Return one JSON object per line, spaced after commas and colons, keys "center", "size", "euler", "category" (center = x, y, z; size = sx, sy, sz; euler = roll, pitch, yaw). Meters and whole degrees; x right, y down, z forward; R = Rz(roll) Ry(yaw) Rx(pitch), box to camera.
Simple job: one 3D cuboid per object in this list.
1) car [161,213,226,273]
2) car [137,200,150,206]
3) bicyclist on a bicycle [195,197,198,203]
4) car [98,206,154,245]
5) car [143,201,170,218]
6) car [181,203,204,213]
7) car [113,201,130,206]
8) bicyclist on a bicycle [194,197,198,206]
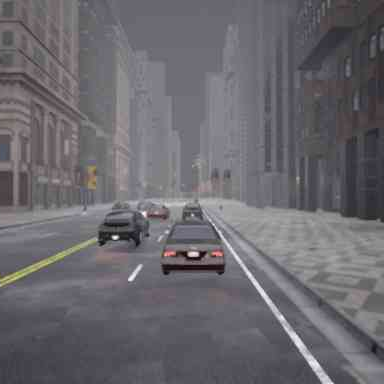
{"center": [0.053, 1.645, 10.934], "size": [2.033, 1.411, 5.357], "euler": [0, 0, 0], "category": "car"}
{"center": [-6.629, 1.906, 47.105], "size": [2.128, 1.511, 4.902], "euler": [0, 0, 0], "category": "car"}
{"center": [0.838, 1.888, 59.438], "size": [0.659, 1.776, 1.843], "euler": [0, 0, 0], "category": "bicyclist on a bicycle"}
{"center": [-3.179, 1.649, 16.237], "size": [1.837, 1.490, 4.892], "euler": [0, 0, 0], "category": "car"}
{"center": [-3.193, 1.849, 32.025], "size": [1.994, 1.385, 4.181], "euler": [0, 0, 0], "category": "car"}
{"center": [0.059, 1.792, 32.015], "size": [1.837, 1.490, 4.892], "euler": [0, 0, 0], "category": "car"}
{"center": [-9.877, 1.974, 46.678], "size": [1.994, 1.385, 4.181], "euler": [0, 0, 0], "category": "car"}
{"center": [0.831, 1.963, 68.439], "size": [0.659, 1.776, 1.843], "euler": [0, 0, 0], "category": "bicyclist on a bicycle"}
